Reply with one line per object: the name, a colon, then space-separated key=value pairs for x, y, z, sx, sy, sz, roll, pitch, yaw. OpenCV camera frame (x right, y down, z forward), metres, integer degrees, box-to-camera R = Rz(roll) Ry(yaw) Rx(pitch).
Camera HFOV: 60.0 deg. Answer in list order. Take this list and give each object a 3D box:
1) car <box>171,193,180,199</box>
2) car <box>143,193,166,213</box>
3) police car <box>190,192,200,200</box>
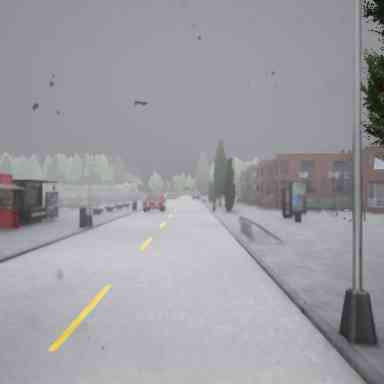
car: x=-3.992 y=1.026 z=79.222 sx=2.097 sy=1.767 sz=4.553 roll=0 pitch=0 yaw=0
car: x=-4.087 y=1.176 z=37.021 sx=2.150 sy=2.045 sz=5.566 roll=0 pitch=0 yaw=0
police car: x=1.209 y=1.313 z=94.913 sx=1.930 sy=1.638 sz=5.238 roll=0 pitch=0 yaw=0
